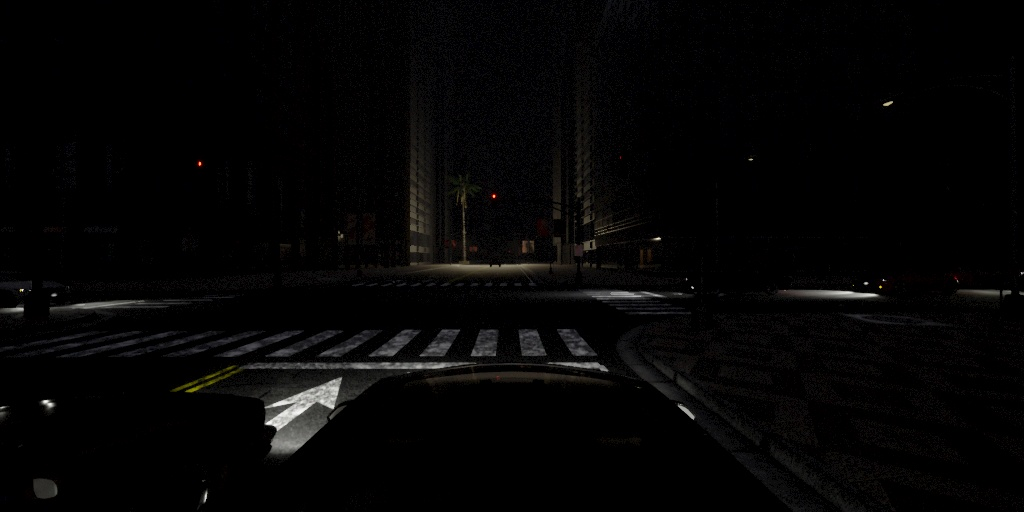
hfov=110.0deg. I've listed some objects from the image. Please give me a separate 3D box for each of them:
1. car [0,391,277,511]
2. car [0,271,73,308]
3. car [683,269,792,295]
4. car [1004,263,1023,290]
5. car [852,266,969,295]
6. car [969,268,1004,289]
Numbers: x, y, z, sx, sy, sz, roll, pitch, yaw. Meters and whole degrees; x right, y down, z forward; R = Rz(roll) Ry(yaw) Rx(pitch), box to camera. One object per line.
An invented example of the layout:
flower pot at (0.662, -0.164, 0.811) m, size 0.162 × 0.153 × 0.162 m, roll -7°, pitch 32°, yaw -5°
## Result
car at (-3.175, 1.297, 0.738) m, size 2.033 × 1.411 × 5.357 m, roll 0°, pitch 0°, yaw 4°
car at (-21.383, 1.354, 14.955) m, size 4.674 × 1.442 × 1.812 m, roll 0°, pitch 0°, yaw 1°
car at (11.613, 1.320, 18.739) m, size 4.718 × 1.301 × 1.895 m, roll 0°, pitch 0°, yaw -1°
car at (29.967, 1.012, 19.059) m, size 4.553 × 1.767 × 2.097 m, roll 0°, pitch 0°, yaw -1°
car at (20.621, 1.252, 18.893) m, size 4.181 × 1.385 × 1.994 m, roll 0°, pitch 0°, yaw -1°
car at (26.420, 1.274, 21.753) m, size 4.207 × 1.307 × 1.802 m, roll 0°, pitch 0°, yaw -1°
